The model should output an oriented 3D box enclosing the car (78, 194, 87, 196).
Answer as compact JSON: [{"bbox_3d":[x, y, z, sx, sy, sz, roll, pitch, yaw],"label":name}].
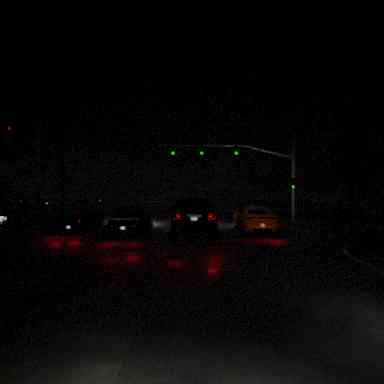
[{"bbox_3d":[-21.139,1.423,64.218,2.150,2.045,5.566,0,0,-3],"label":"car"}]

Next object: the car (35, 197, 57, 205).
[{"bbox_3d":[-28.166,1.744,64.392,2.033,1.411,5.357,0,0,-3],"label":"car"}]

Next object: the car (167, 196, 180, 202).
[{"bbox_3d":[-5.018,1.809,89.222,2.033,1.411,5.357,0,0,-22],"label":"car"}]

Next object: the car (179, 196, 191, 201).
[{"bbox_3d":[-1.975,1.800,91.090,1.812,1.442,4.674,0,0,-22],"label":"car"}]

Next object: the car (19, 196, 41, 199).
[{"bbox_3d":[-20.998,1.621,45.247,1.882,1.535,5.008,0,0,0],"label":"car"}]

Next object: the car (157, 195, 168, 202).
[{"bbox_3d":[-8.228,1.745,87.821,1.882,1.535,5.008,0,0,-22],"label":"car"}]

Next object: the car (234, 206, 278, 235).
[{"bbox_3d":[3.602,1.541,19.396,1.882,1.535,5.008,0,0,0],"label":"car"}]

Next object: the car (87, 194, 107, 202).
[{"bbox_3d":[-17.544,1.548,62.450,2.097,1.767,4.553,0,0,0],"label":"car"}]

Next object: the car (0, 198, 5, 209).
[{"bbox_3d":[-27.998,1.652,45.779,1.837,1.490,4.892,0,0,0],"label":"car"}]

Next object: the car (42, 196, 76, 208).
[{"bbox_3d":[-17.519,1.491,43.804,2.097,1.767,4.553,0,0,0],"label":"car"}]

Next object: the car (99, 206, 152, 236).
[{"bbox_3d":[-3.399,1.554,18.767,2.128,1.511,4.902,0,0,0],"label":"car"}]

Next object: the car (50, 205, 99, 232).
[{"bbox_3d":[-6.898,1.670,20.772,1.895,1.301,4.718,0,0,0],"label":"car"}]

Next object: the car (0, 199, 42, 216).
[{"bbox_3d":[-17.581,1.672,33.946,1.994,1.385,4.181,0,0,0],"label":"car"}]

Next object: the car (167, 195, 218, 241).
[{"bbox_3d":[0.102,1.280,17.220,2.150,2.045,5.566,0,0,0],"label":"car"}]

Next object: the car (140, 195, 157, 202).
[{"bbox_3d":[-11.406,1.739,86.323,1.882,1.535,5.008,0,0,-22],"label":"car"}]

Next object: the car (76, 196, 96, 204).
[{"bbox_3d":[-17.498,1.714,53.052,2.033,1.411,5.357,0,0,0],"label":"car"}]

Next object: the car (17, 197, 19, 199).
[{"bbox_3d":[-27.998,1.527,54.928,2.097,1.767,4.553,0,0,0],"label":"car"}]
